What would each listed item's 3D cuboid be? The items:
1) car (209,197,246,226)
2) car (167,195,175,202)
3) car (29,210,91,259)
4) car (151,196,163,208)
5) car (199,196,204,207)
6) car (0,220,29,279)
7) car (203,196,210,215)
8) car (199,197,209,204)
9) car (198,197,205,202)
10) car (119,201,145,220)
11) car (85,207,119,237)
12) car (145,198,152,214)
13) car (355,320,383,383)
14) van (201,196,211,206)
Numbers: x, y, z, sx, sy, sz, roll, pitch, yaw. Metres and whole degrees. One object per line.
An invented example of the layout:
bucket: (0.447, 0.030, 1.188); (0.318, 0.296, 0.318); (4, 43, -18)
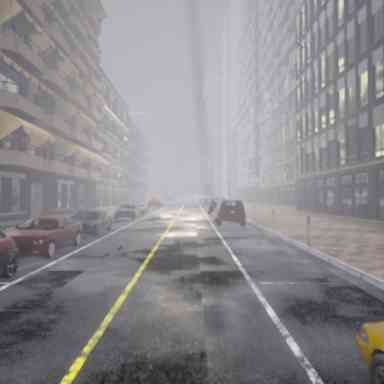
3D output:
car: (2.686, 1.432, 24.313); (2.192, 1.841, 5.009); (1, 0, 0)
car: (-5.749, 1.723, 92.123); (2.192, 1.841, 5.009); (1, 0, 0)
car: (-5.688, 1.610, 13.004); (1.887, 1.381, 4.507); (1, 0, 0)
car: (-5.716, 1.558, 52.564); (2.192, 1.841, 5.009); (1, 0, 0)
car: (2.657, 1.706, 58.219); (1.967, 1.590, 4.097); (1, 0, 0)
car: (-5.682, 1.478, 7.352); (1.967, 1.590, 4.097); (1, 0, 0)
car: (2.677, 1.483, 35.615); (2.192, 1.841, 5.009); (1, 0, 0)
car: (2.641, 1.903, 75.173); (1.947, 1.339, 4.313); (1, 0, 0)
car: (2.628, 1.972, 92.126); (1.947, 1.339, 4.313); (1, 0, 0)
car: (-5.702, 1.689, 29.958); (1.887, 1.381, 4.507); (1, 0, 0)
car: (-5.693, 1.658, 18.655); (1.947, 1.339, 4.313); (1, 0, 0)
car: (-5.706, 1.694, 35.438); (1.752, 1.417, 4.829); (1, 0, 0)
car: (2.702, 1.535, 1.876); (1.752, 1.417, 4.829); (1, 0, 0)
van: (2.654, 1.631, 63.872); (1.690, 1.788, 3.998); (1, 0, 0)
